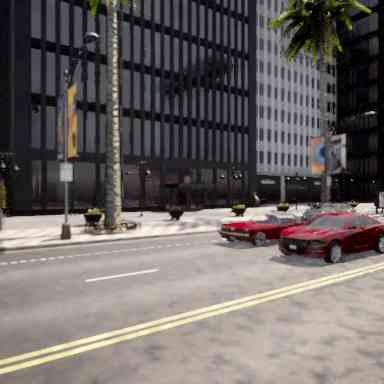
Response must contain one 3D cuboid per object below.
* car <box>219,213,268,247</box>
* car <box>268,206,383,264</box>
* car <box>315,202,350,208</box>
[{"bbox_3d":[3.500,1.606,15.091,4.718,1.301,1.895,0,0,-36],"label":"car"},{"bbox_3d":[5.254,1.483,12.043,5.008,1.535,1.882,0,0,-36],"label":"car"},{"bbox_3d":[9.614,1.492,23.124,4.892,1.521,2.231,0,0,-35],"label":"car"}]
